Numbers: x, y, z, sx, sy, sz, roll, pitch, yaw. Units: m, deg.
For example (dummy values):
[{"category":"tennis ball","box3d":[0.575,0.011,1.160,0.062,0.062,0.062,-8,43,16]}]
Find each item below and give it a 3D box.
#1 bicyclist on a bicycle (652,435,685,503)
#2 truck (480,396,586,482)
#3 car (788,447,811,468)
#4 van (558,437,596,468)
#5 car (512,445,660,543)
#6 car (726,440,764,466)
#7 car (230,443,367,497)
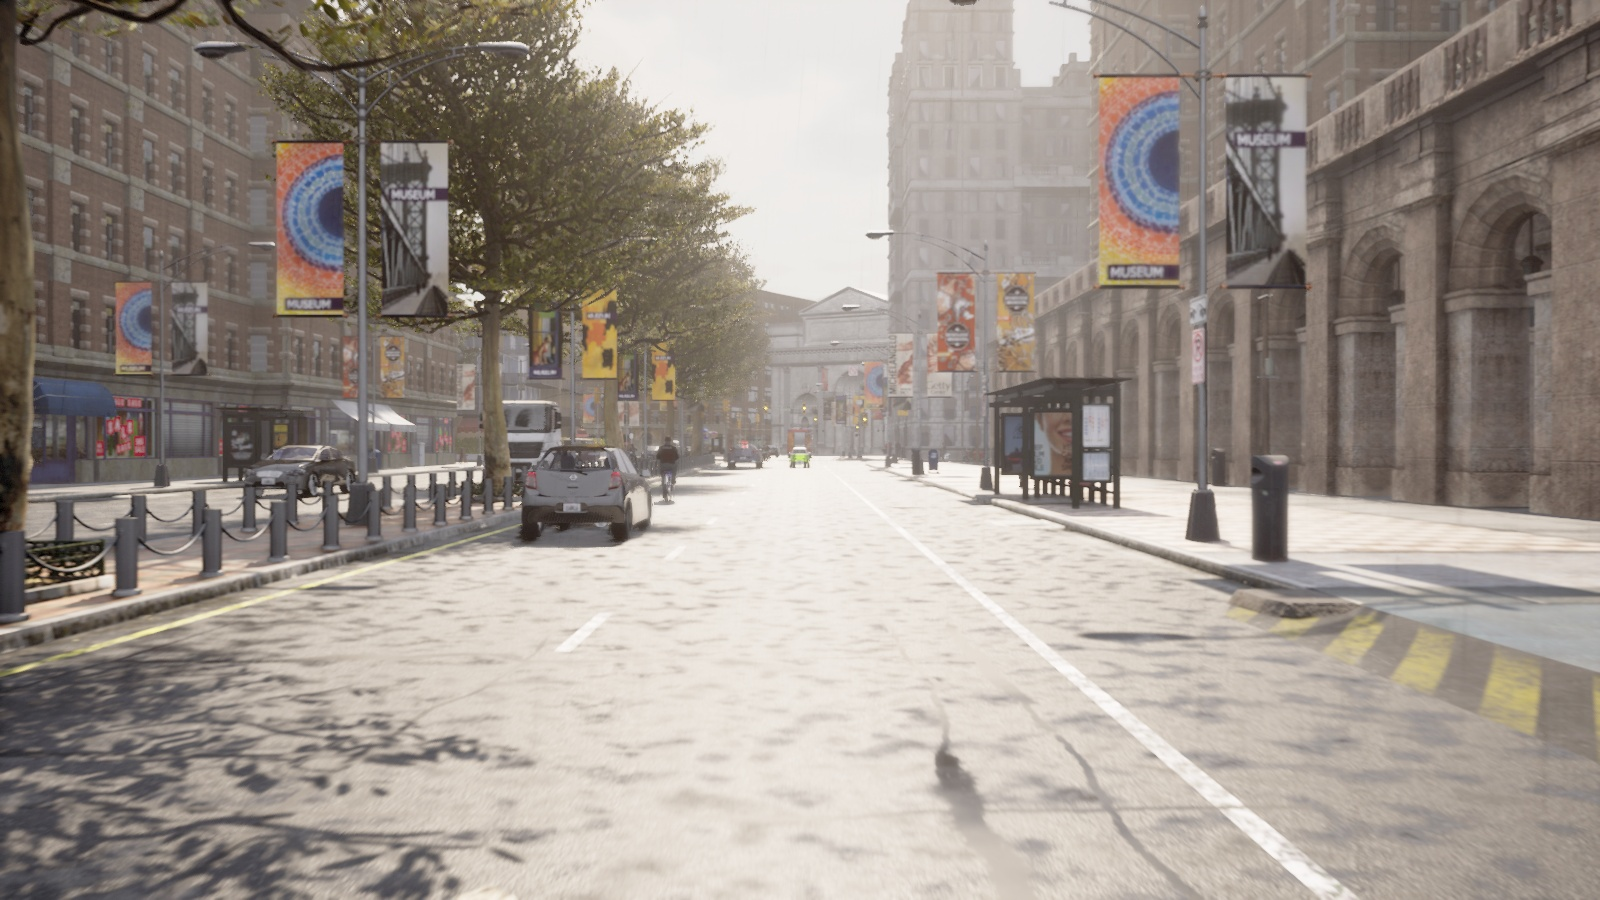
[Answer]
[{"category":"bicyclist on a bicycle","box3d":[-3.479,0.489,33.342,0.659,1.776,1.843,0,0,0]},{"category":"truck","box3d":[-11.474,-0.452,54.759,2.891,3.462,7.936,0,0,0]},{"category":"car","box3d":[-0.006,0.485,83.504,1.481,1.376,2.207,0,0,0]},{"category":"van","box3d":[-14.987,0.168,84.755,1.775,1.987,4.442,0,0,0]},{"category":"car","box3d":[-3.509,0.678,21.232,1.845,1.501,3.633,0,0,1]},{"category":"car","box3d":[-3.564,0.210,82.333,2.152,1.651,5.027,0,0,1]},{"category":"car","box3d":[-14.959,0.547,37.772,2.128,1.511,4.902,0,0,1]}]
